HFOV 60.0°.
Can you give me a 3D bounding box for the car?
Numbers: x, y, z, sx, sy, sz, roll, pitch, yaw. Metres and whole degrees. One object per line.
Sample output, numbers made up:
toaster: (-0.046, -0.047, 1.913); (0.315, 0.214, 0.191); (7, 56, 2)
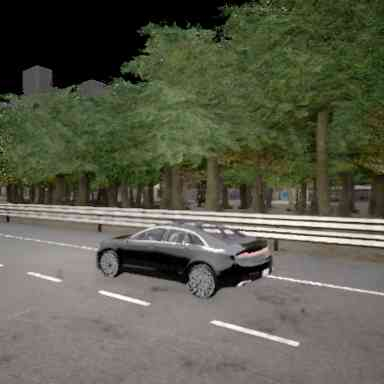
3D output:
car: (-0.414, 1.500, 8.464); (4.902, 1.511, 2.128); (0, 0, 36)
